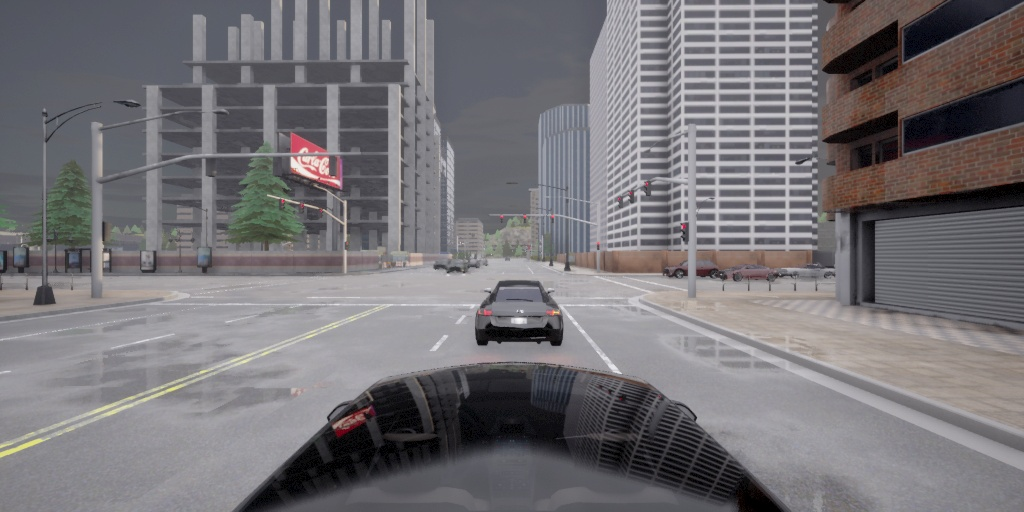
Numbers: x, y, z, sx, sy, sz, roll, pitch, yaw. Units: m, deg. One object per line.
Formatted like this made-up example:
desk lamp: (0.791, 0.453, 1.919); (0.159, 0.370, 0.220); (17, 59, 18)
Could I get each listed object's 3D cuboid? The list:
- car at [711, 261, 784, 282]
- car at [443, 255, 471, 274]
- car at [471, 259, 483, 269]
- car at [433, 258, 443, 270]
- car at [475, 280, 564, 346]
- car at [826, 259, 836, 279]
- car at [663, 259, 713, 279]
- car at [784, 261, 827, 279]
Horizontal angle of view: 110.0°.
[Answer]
car: (18.807, 1.314, 28.809); (4.181, 1.385, 1.994); (0, 0, 1)
car: (-6.202, 1.102, 40.706); (2.097, 1.767, 4.553); (0, 0, -2)
car: (-6.144, 1.227, 55.609); (1.882, 1.535, 5.008); (0, 0, 1)
car: (-9.731, 1.101, 50.905); (2.097, 1.767, 4.553); (0, 0, 1)
car: (0.193, 1.314, 9.444); (1.994, 1.385, 4.181); (0, 0, 1)
car: (28.693, 1.227, 28.667); (5.008, 1.535, 1.882); (0, 0, 1)
car: (16.083, 1.102, 32.345); (4.553, 1.767, 2.097); (0, 0, 1)
car: (26.297, 1.351, 32.206); (4.718, 1.301, 1.895); (0, 0, 1)
